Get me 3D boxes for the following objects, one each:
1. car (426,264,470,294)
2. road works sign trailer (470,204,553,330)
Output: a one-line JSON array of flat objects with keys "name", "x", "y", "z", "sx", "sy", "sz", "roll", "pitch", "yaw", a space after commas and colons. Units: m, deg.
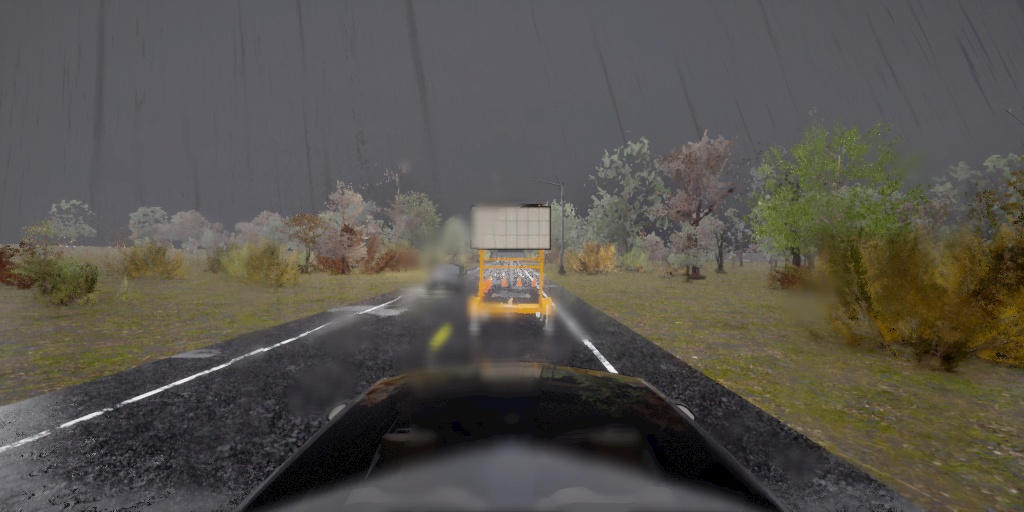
[{"name": "car", "x": -3.515, "y": 1.254, "z": 20.333, "sx": 1.837, "sy": 1.490, "sz": 4.892, "roll": 0, "pitch": 0, "yaw": 0}, {"name": "road works sign trailer", "x": -0.008, "y": 0.214, "z": 11.042, "sx": 2.380, "sy": 3.560, "sz": 2.880, "roll": 0, "pitch": 0, "yaw": 0}]
